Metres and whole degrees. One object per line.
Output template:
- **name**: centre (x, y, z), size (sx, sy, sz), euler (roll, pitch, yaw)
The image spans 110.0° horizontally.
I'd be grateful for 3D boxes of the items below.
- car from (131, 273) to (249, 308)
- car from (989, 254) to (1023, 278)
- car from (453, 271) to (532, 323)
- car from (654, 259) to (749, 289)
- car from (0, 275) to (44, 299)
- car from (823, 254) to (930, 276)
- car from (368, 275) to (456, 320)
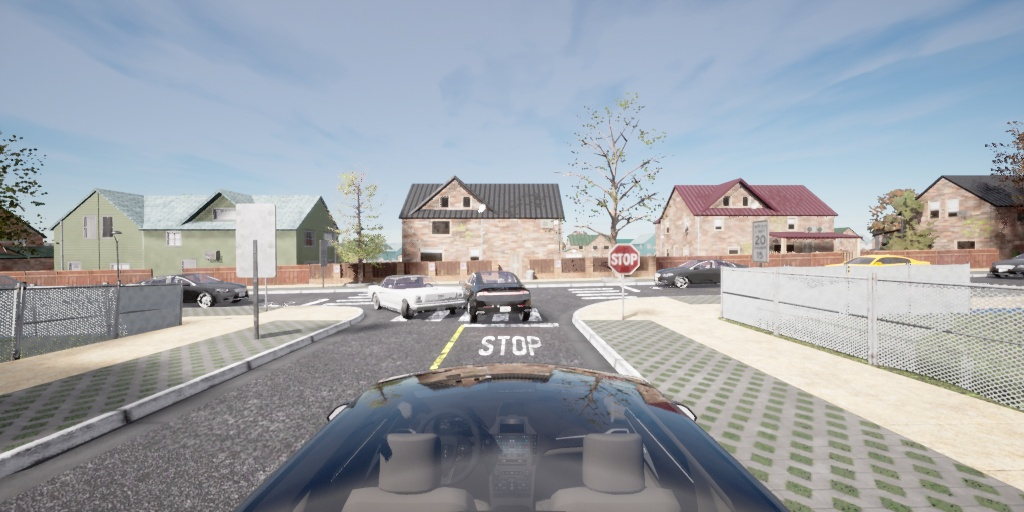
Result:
- **car**: centre (-14.904, 1.567, 16.531), size (4.902, 1.511, 2.128), euler (-1, 1, 0)
- **car**: centre (29.383, 0.478, 19.662), size (4.902, 1.511, 2.128), euler (-1, 1, 0)
- **car**: centre (-0.687, 1.243, 12.177), size (2.128, 1.511, 4.902), euler (0, 0, -12)
- **car**: centre (10.328, 0.926, 19.587), size (4.902, 1.511, 2.128), euler (-1, 1, 0)
- **car**: centre (-24.241, 1.648, 16.489), size (4.553, 1.767, 2.097), euler (-1, 1, 0)
- **car**: centre (19.759, 0.690, 19.624), size (5.008, 1.535, 1.882), euler (-1, 1, -1)
- **car**: centre (-3.603, 1.368, 13.036), size (1.895, 1.301, 4.718), euler (0, 0, -38)
